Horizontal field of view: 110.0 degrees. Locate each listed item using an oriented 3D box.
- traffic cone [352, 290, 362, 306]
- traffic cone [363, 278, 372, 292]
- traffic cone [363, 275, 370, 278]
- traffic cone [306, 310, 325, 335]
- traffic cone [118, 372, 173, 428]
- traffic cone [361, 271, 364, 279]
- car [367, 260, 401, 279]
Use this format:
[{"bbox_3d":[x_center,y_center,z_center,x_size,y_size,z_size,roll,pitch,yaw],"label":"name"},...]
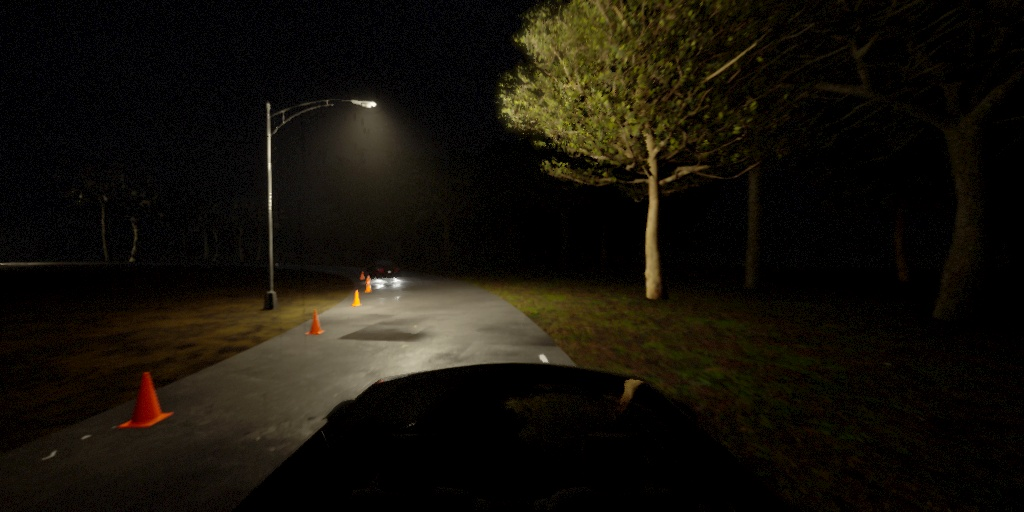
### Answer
[{"bbox_3d":[-5.959,1.600,13.783,0.340,0.580,0.340,0,0,-14],"label":"traffic cone"},{"bbox_3d":[-7.337,1.539,18.359,0.340,0.580,0.340,0,0,-19],"label":"traffic cone"},{"bbox_3d":[-9.114,1.484,22.796,0.340,0.580,0.340,0,0,-24],"label":"traffic cone"},{"bbox_3d":[-4.989,1.658,9.103,0.340,0.580,0.340,0,0,-9],"label":"traffic cone"},{"bbox_3d":[-4.438,1.710,4.356,0.340,0.580,0.340,0,0,-4],"label":"traffic cone"},{"bbox_3d":[-11.276,1.434,27.060,0.340,0.580,0.340,0,0,-29],"label":"traffic cone"},{"bbox_3d":[-10.318,1.004,28.859,1.994,1.385,4.181,-1,1,-31],"label":"car"}]
